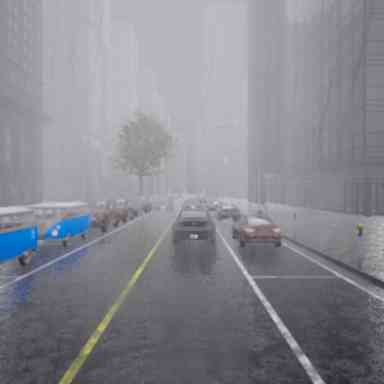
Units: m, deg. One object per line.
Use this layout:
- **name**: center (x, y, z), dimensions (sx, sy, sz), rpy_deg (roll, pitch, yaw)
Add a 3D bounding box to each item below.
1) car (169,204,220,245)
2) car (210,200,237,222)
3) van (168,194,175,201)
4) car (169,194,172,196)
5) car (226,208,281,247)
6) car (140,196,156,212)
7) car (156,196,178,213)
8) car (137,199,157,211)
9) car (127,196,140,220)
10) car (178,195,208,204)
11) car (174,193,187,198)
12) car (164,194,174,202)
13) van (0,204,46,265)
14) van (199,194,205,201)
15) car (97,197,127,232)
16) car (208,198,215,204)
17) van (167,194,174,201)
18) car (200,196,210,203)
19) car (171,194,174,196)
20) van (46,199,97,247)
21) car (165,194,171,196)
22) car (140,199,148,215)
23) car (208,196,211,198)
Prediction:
- **car**: center (0.089, 1.526, 15.677), dimensions (1.837, 1.490, 4.892), rpy_deg (0, 0, 0)
- **car**: center (2.758, 1.587, 26.095), dimensions (2.008, 1.369, 4.403), rpy_deg (0, 0, 0)
- **van**: center (-5.777, 1.501, 94.216), dimensions (1.690, 1.788, 3.998), rpy_deg (0, 0, 0)
- **car**: center (-5.773, 1.695, 71.506), dimensions (1.802, 1.307, 4.206), rpy_deg (0, 0, 0)
- **car**: center (2.760, 1.602, 14.740), dimensions (1.802, 1.307, 4.206), rpy_deg (0, 0, 0)
- **car**: center (-5.769, 1.367, 37.442), dimensions (2.192, 1.841, 5.009), rpy_deg (0, 0, 0)
- **car**: center (-3.101, 1.544, 38.109), dimensions (2.128, 1.511, 4.902), rpy_deg (0, 0, 0)
- **car**: center (-5.769, 1.612, 43.119), dimensions (2.008, 1.369, 4.403), rpy_deg (0, 0, 0)
- **car**: center (-5.767, 1.351, 26.087), dimensions (2.192, 1.841, 5.009), rpy_deg (0, 0, 0)
- **car**: center (0.088, 1.395, 31.224), dimensions (2.097, 1.767, 4.553), rpy_deg (0, 0, 0)
- **car**: center (-3.010, 1.267, 78.695), dimensions (2.128, 1.511, 4.902), rpy_deg (0, 0, 0)
- **car**: center (-5.775, 1.451, 82.861), dimensions (2.192, 1.841, 5.009), rpy_deg (0, 0, 0)
- **van**: center (-5.765, 1.353, 9.055), dimensions (1.690, 1.788, 3.998), rpy_deg (0, 0, 0)
- **van**: center (2.748, 1.501, 94.227), dimensions (1.690, 1.788, 3.998), rpy_deg (0, 0, 0)
- **car**: center (-5.767, 1.343, 20.410), dimensions (2.192, 1.841, 5.009), rpy_deg (0, 0, 0)
- **car**: center (2.756, 1.634, 37.450), dimensions (1.802, 1.307, 4.206), rpy_deg (0, 0, 0)
- **van**: center (-5.776, 1.488, 88.539), dimensions (1.690, 1.788, 3.998), rpy_deg (0, 0, 0)
- **car**: center (2.752, 1.664, 71.515), dimensions (2.008, 1.369, 4.403), rpy_deg (0, 0, 0)
- **car**: center (-5.774, 1.706, 77.183), dimensions (1.802, 1.307, 4.206), rpy_deg (0, 0, 0)
- **van**: center (-5.766, 1.361, 14.732), dimensions (1.690, 1.788, 3.998), rpy_deg (0, 0, 0)
- **car**: center (-5.773, 1.627, 65.658), dimensions (1.752, 1.417, 4.829), rpy_deg (0, 0, 0)
- **car**: center (-5.768, 1.610, 31.764), dimensions (1.947, 1.339, 4.313), rpy_deg (0, 0, 0)
- **car**: center (2.756, 1.587, 43.298), dimensions (1.752, 1.417, 4.829), rpy_deg (0, 0, 0)
